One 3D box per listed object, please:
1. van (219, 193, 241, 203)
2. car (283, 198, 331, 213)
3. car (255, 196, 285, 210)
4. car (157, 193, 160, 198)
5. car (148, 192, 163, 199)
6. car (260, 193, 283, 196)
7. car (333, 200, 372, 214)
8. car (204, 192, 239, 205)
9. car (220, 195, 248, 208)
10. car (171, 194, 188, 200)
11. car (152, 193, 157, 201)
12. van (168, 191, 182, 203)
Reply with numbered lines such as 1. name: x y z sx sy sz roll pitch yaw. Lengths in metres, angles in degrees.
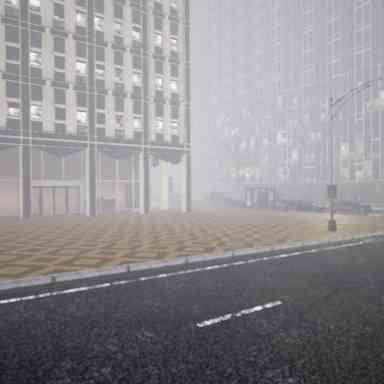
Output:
1. van: 6.848 1.015 60.003 1.690 1.788 3.998 0 1 -34
2. car: 12.611 1.548 36.426 1.947 1.339 4.313 0 1 -34
3. car: 9.426 1.513 41.136 1.802 1.307 4.206 0 1 -34
4. car: -5.949 0.776 78.794 2.192 1.841 5.009 0 1 -34
5. car: -9.149 0.848 83.492 1.967 1.590 4.097 0 1 -34
6. car: 10.844 1.107 43.836 2.150 2.045 5.566 -1 1 -34
7. car: 16.698 1.543 35.243 1.994 1.385 4.181 -1 1 -34
8. car: 4.820 1.010 52.698 2.150 2.045 5.566 -1 1 -34
9. car: 6.275 1.445 45.866 1.947 1.339 4.313 0 1 -34
10. car: -2.750 1.097 74.099 1.802 1.307 4.206 0 1 -34
11. car: -9.677 1.167 69.382 2.008 1.369 4.403 0 1 -34
12. van: -3.277 1.064 59.985 1.690 1.788 3.998 0 1 -34
